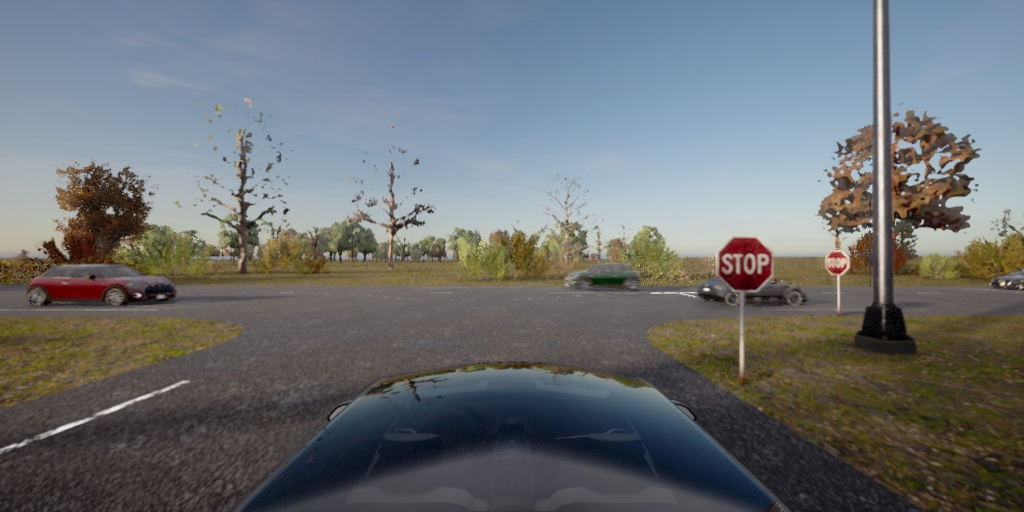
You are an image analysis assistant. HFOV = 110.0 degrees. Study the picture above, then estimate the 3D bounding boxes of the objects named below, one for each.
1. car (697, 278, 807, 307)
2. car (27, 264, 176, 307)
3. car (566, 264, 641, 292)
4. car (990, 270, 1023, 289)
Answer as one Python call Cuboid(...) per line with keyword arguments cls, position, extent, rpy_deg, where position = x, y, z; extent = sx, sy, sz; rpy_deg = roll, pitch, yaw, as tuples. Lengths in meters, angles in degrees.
Cuboid(cls="car", position=(10.709, 1.487, 16.146), extent=(4.181, 1.385, 1.994), rpy_deg=(0, 0, -2))
Cuboid(cls="car", position=(-17.309, 1.156, 15.328), extent=(4.553, 1.767, 2.097), rpy_deg=(0, 0, -2))
Cuboid(cls="car", position=(5.774, 1.275, 23.005), extent=(4.553, 1.767, 2.097), rpy_deg=(0, 0, -2))
Cuboid(cls="car", position=(35.113, 1.621, 23.947), extent=(4.892, 1.490, 1.837), rpy_deg=(0, 0, -2))
